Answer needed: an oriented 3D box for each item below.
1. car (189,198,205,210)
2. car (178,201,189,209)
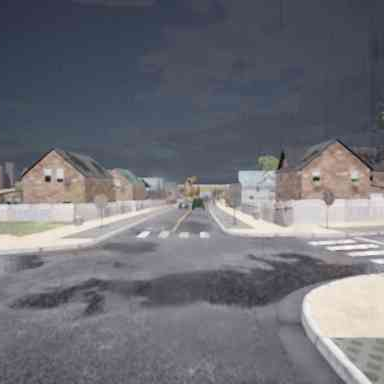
[{"bbox_3d":[1.110,2.071,57.364,2.150,2.045,5.566,0,-1,2],"label":"car"},{"bbox_3d":[-1.478,2.415,61.614,2.128,1.511,4.902,0,-1,2],"label":"car"}]
